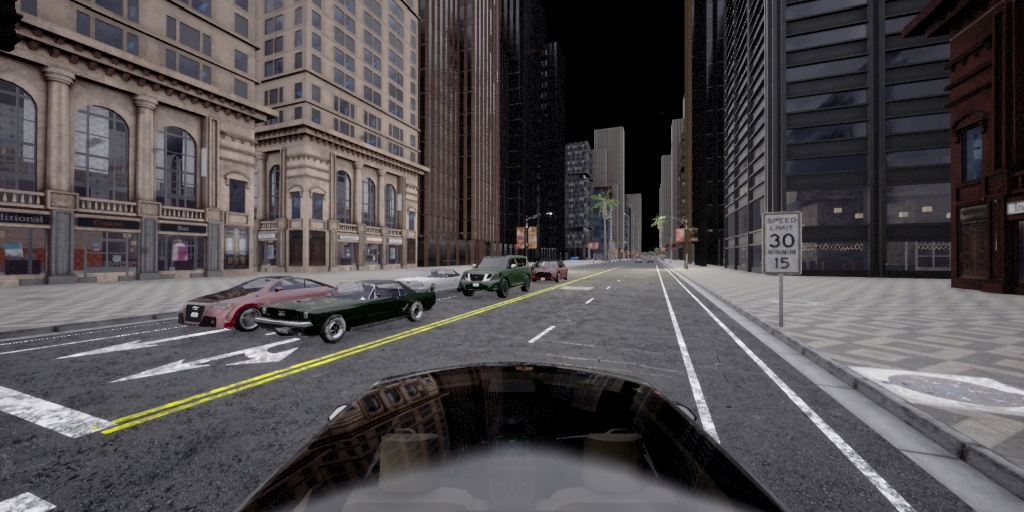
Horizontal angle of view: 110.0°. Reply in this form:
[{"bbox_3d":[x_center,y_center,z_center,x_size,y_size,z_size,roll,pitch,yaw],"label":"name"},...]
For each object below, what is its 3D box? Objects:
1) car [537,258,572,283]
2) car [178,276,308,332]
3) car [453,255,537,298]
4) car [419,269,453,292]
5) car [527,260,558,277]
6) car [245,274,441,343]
[{"bbox_3d":[3.075,1.116,28.588,2.097,1.767,4.553,0,0,21],"label":"car"},{"bbox_3d":[-7.352,1.315,10.985,1.994,1.385,4.181,0,0,22],"label":"car"},{"bbox_3d":[-0.656,0.977,19.090,2.150,2.045,5.566,0,0,21],"label":"car"},{"bbox_3d":[-4.139,1.356,19.136,1.895,1.301,4.718,0,0,22],"label":"car"},{"bbox_3d":[3.305,1.250,37.879,1.882,1.535,5.008,0,0,22],"label":"car"},{"bbox_3d":[-4.246,1.352,10.012,1.895,1.301,4.718,0,0,24],"label":"car"}]
